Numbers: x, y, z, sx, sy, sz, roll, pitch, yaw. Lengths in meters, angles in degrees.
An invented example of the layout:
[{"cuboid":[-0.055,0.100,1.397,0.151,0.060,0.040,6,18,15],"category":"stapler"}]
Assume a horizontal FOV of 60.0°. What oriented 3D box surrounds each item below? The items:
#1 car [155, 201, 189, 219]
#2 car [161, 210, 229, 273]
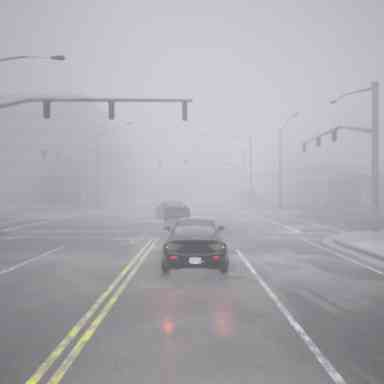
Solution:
[{"cuboid":[-1.645,1.446,26.307,1.882,1.535,5.008,1,0,-17],"category":"car"},{"cuboid":[0.082,1.526,10.506,1.812,1.442,4.674,0,0,0],"category":"car"}]
